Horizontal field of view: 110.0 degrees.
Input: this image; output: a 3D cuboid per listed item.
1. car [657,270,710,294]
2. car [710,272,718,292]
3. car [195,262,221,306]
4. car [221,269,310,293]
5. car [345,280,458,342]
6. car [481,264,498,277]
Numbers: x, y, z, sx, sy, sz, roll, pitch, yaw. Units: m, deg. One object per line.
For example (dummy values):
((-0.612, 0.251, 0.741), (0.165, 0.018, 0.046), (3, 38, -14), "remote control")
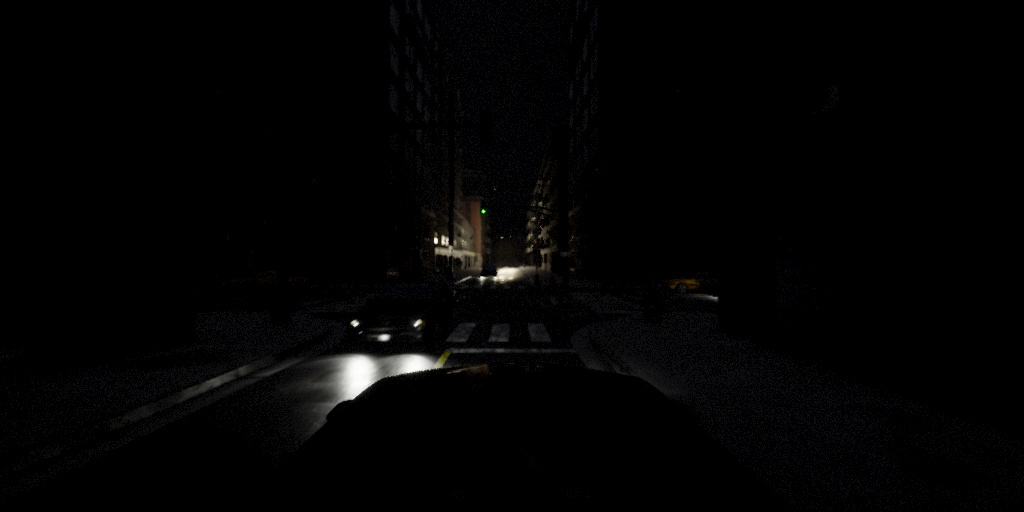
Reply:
((11.630, 1.548, 22.268), (4.829, 1.417, 1.751), (0, 0, 0), "car")
((14.297, 1.531, 19.737), (5.357, 1.411, 2.033), (0, -1, 0), "car")
((-15.103, 1.181, 14.281), (5.009, 1.841, 2.192), (0, 0, 0), "car")
((-15.253, 1.521, 22.305), (4.829, 1.417, 1.751), (0, 0, 0), "car")
((-2.750, 1.403, 10.375), (2.033, 1.411, 5.357), (0, -1, 0), "car")
((-2.753, 1.760, 44.048), (1.882, 1.535, 5.008), (0, 1, 0), "car")
